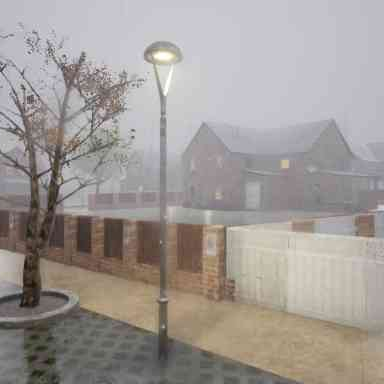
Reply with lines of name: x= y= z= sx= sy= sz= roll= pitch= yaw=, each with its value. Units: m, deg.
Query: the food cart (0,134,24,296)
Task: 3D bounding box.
food cart: x=-6.464 y=0.464 z=8.230 sx=4.660 sy=3.560 sz=2.280 roll=1 pitch=0 yaw=38
